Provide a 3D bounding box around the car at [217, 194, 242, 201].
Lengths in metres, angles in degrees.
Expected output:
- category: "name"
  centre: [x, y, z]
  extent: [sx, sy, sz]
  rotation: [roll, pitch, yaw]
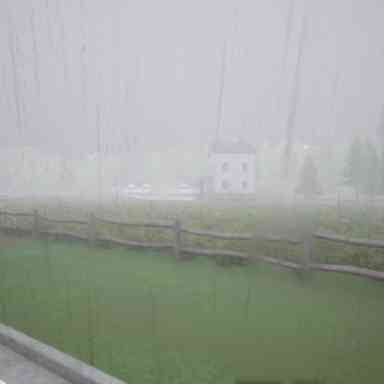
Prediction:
- category: "car"
  centre: [6.924, 1.073, 61.136]
  extent: [4.605, 1.855, 1.932]
  rotation: [0, 0, 36]
